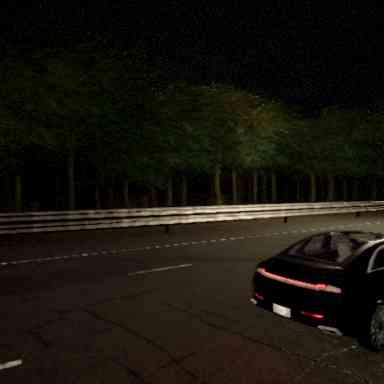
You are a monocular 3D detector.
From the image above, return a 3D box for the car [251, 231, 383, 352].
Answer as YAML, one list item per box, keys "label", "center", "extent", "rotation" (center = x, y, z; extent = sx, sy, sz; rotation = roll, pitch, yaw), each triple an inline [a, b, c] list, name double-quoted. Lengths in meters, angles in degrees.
- label: "car"
  center: [3.263, 1.492, 6.198]
  extent: [4.902, 1.511, 2.128]
  rotation: [0, 0, -36]
